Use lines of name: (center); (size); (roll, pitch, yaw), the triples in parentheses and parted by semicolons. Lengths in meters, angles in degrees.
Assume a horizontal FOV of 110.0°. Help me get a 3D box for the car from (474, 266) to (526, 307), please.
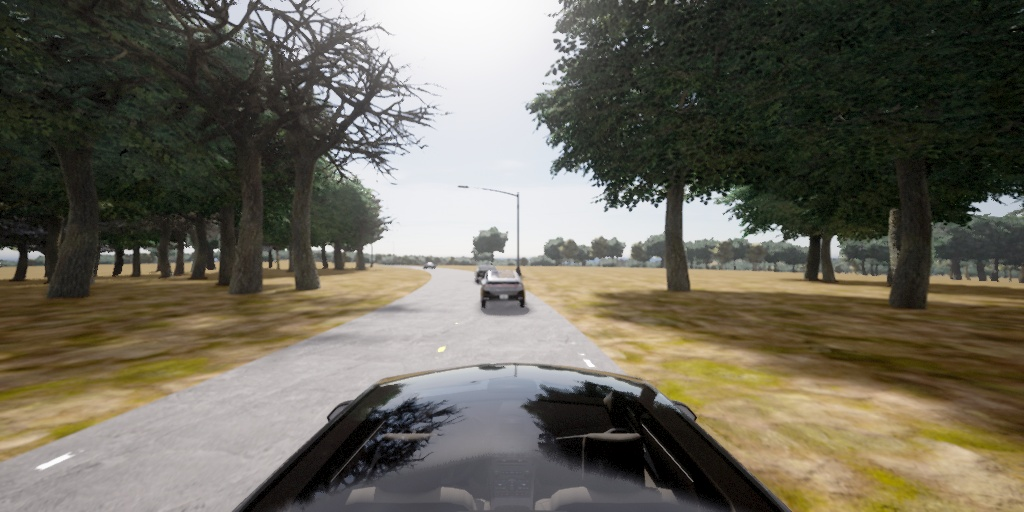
car: (-0.491, 1.382, 16.277); (2.128, 1.511, 4.902); (0, 0, -4)
